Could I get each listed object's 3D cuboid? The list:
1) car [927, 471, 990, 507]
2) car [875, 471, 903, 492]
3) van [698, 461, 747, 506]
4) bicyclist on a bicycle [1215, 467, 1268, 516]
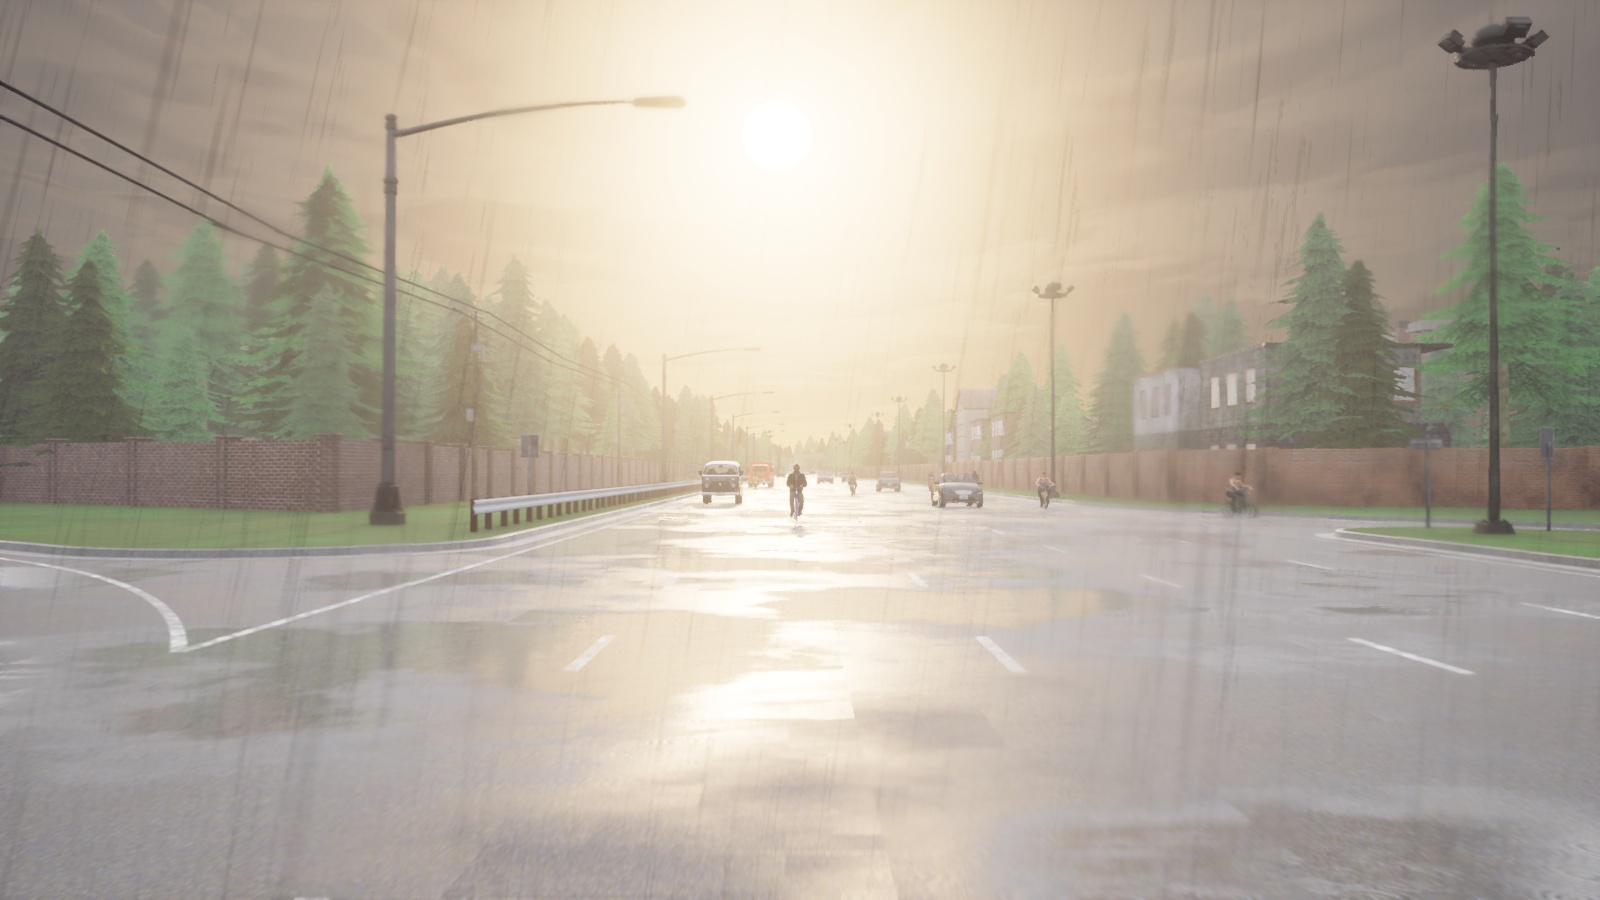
[{"bbox_3d":[6.863,1.664,55.004,2.128,1.511,4.902,0,-1,0],"label":"car"},{"bbox_3d":[6.763,2.369,95.755,1.789,1.549,3.705,0,-1,0],"label":"car"},{"bbox_3d":[-3.649,1.550,59.607,2.069,2.038,4.480,0,-1,0],"label":"van"},{"bbox_3d":[14.831,1.399,42.224,0.866,1.612,1.509,1,-1,-26],"label":"bicyclist on a bicycle"}]
